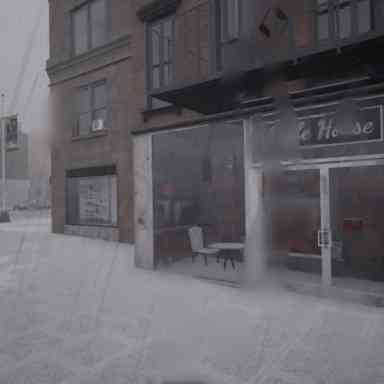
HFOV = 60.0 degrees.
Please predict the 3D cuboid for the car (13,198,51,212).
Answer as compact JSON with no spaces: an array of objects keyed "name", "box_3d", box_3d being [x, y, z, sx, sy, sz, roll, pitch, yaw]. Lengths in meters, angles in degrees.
[{"name":"car","box_3d":[-16.715,1.366,36.717,2.033,1.411,5.357,-2,0,35]}]
